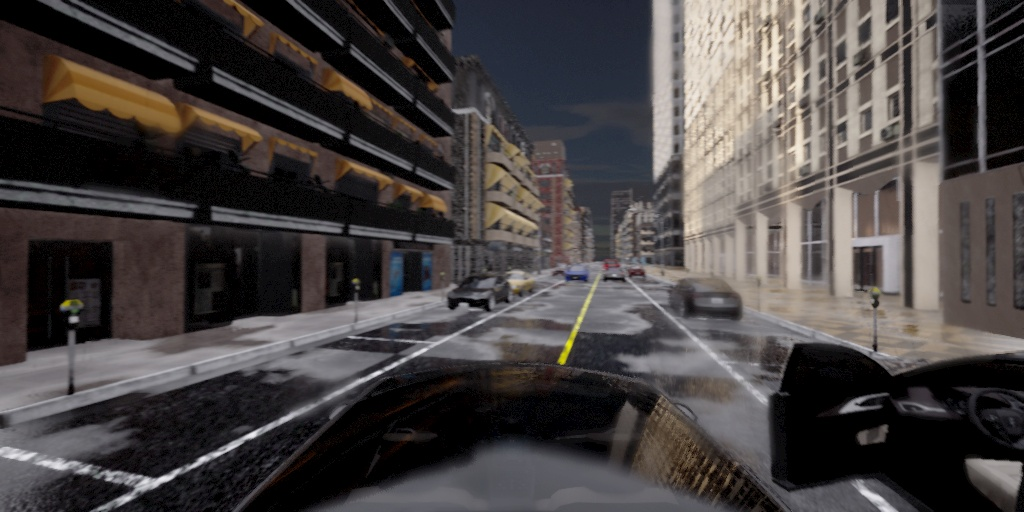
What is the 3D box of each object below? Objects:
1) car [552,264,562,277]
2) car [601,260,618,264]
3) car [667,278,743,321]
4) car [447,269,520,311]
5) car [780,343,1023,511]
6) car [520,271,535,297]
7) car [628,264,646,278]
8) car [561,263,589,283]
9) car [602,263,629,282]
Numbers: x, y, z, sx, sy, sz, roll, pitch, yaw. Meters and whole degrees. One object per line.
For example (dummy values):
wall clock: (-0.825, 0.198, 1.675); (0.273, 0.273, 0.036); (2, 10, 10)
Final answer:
car: (5.908, 1.625, 42.566); (1.967, 1.591, 4.097); (0, 0, 15)
car: (12.663, 1.463, 45.801); (2.150, 2.045, 5.566); (0, 0, 15)
car: (6.894, 1.449, 13.125); (1.948, 1.339, 4.313); (0, 0, 15)
car: (-1.216, 1.448, 15.239); (1.948, 1.339, 4.313); (0, 0, 15)
car: (3.598, 1.265, 1.812); (1.837, 1.490, 4.892); (0, -1, 15)
car: (0.166, 1.467, 20.541); (1.751, 1.417, 4.829); (0, 0, 15)
car: (14.017, 1.730, 40.452); (1.888, 1.381, 4.507); (0, 0, 15)
car: (5.859, 1.552, 32.012); (1.882, 1.535, 5.008); (0, -1, 15)
car: (9.459, 1.662, 33.279); (1.994, 1.385, 4.181); (0, -1, 15)
